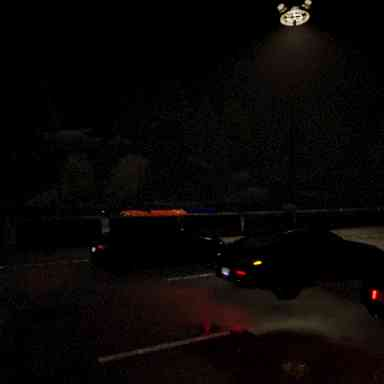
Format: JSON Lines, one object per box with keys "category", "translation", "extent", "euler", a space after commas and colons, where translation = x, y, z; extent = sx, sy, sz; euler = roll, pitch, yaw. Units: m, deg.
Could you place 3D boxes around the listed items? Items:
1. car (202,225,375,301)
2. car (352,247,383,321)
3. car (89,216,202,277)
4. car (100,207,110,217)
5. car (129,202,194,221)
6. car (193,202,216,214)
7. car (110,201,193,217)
{"category": "car", "translation": [2.797, 1.570, 8.305], "extent": [4.674, 1.442, 1.812], "euler": [0, 0, -26]}
{"category": "car", "translation": [5.176, 1.634, 5.571], "extent": [4.718, 1.301, 1.895], "euler": [0, 0, -26]}
{"category": "car", "translation": [-1.002, 1.615, 10.347], "extent": [4.181, 1.385, 1.994], "euler": [0, 0, -26]}
{"category": "car", "translation": [-6.185, 1.650, 31.404], "extent": [4.892, 1.490, 1.837], "euler": [0, 0, -26]}
{"category": "car", "translation": [-2.639, 1.681, 29.240], "extent": [5.357, 1.411, 2.033], "euler": [0, 0, -26]}
{"category": "car", "translation": [-0.483, 1.598, 26.398], "extent": [5.008, 1.535, 1.882], "euler": [0, 0, -26]}
{"category": "car", "translation": [-2.609, 1.456, 21.468], "extent": [4.553, 1.767, 2.097], "euler": [0, 0, -26]}
